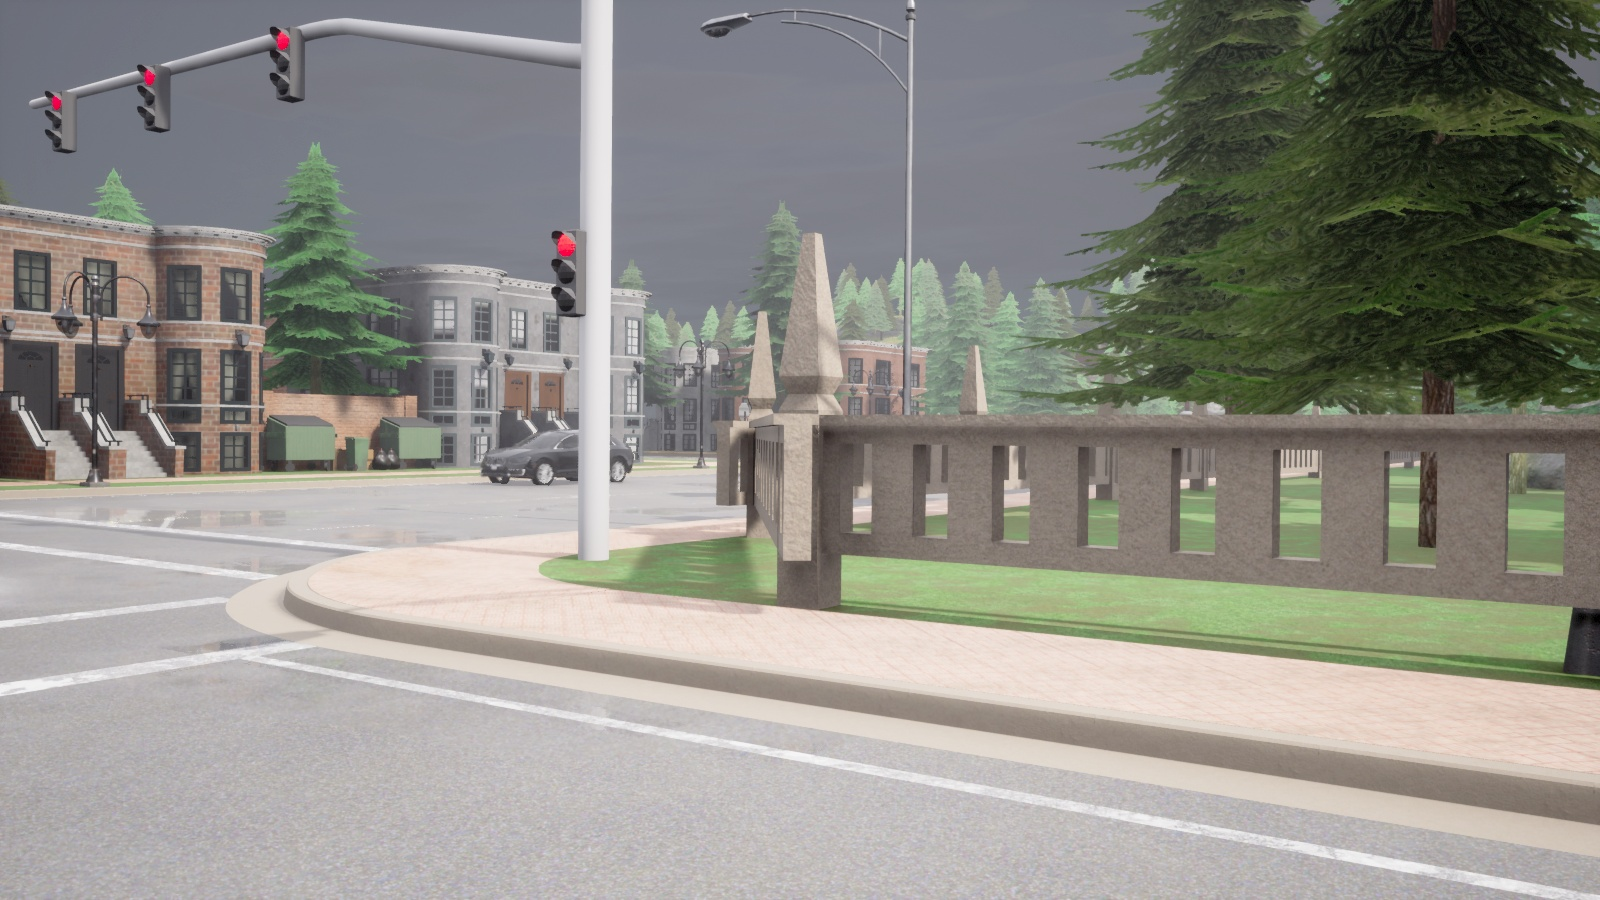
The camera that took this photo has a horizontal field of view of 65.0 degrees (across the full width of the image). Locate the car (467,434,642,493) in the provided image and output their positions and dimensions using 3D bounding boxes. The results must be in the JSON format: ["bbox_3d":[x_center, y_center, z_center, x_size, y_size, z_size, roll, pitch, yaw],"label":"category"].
[{"bbox_3d":[-6.715,0.321,34.846,1.837,1.490,4.892,0,1,34],"label":"car"}]
